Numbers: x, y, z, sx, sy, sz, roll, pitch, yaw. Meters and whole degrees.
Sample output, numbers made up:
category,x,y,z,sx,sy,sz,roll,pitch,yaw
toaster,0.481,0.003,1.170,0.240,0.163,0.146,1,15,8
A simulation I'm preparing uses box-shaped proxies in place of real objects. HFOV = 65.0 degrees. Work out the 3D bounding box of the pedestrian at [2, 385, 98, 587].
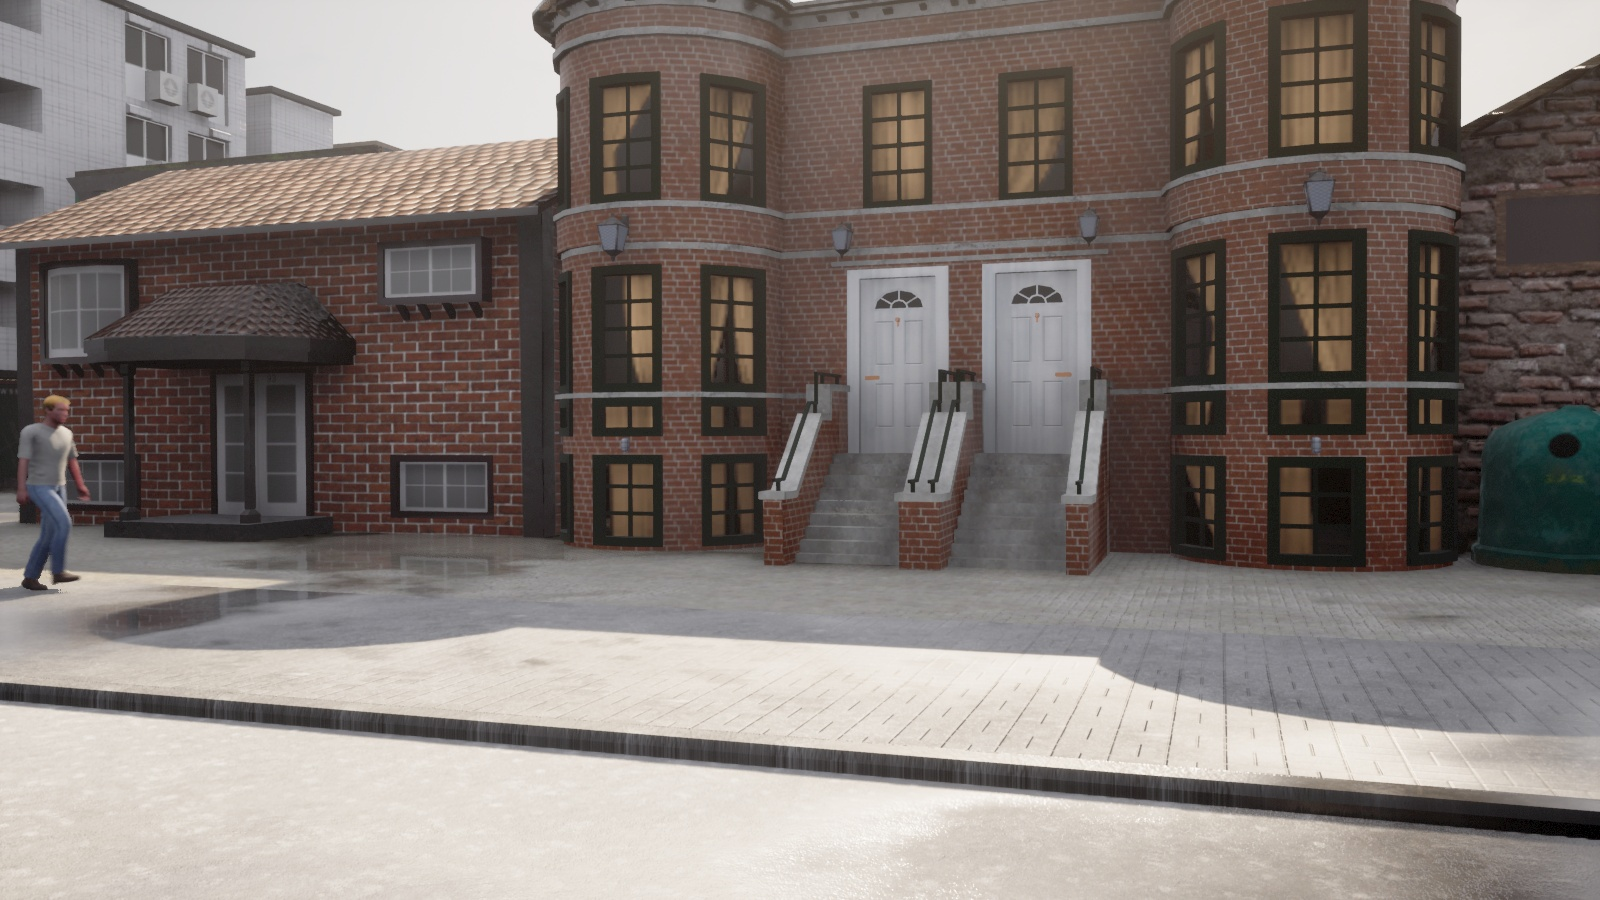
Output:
category,x,y,z,sx,sy,sz,roll,pitch,yaw
pedestrian,-6.959,0.321,11.663,0.706,1.836,0.354,0,1,12
